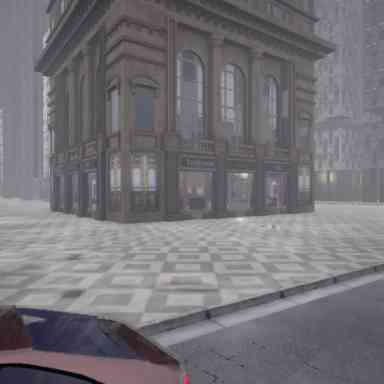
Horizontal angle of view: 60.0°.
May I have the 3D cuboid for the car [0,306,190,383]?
[{"bbox_3d":[-1.982,1.564,1.964,4.181,1.385,1.994,0,0,-36],"label":"car"}]
